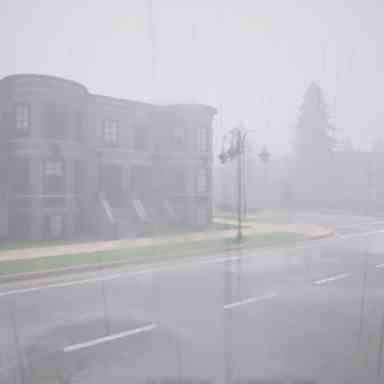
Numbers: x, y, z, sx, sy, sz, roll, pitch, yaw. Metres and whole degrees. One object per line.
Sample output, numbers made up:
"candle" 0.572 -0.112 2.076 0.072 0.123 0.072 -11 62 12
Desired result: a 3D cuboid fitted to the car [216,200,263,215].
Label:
"car" 4.602 1.492 33.457 2.033 1.411 5.357 0 0 -33
